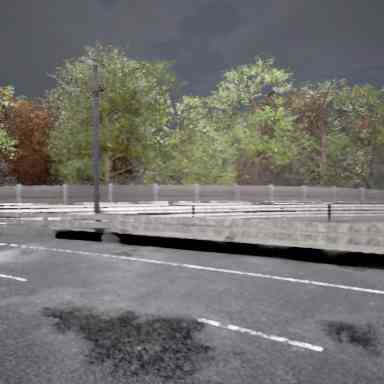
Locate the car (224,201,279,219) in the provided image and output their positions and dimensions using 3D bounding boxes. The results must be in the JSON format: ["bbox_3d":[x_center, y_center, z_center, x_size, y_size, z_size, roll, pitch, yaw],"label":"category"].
[{"bbox_3d":[5.084,1.567,28.800,4.892,1.490,1.837,-3,1,-14],"label":"car"}]
